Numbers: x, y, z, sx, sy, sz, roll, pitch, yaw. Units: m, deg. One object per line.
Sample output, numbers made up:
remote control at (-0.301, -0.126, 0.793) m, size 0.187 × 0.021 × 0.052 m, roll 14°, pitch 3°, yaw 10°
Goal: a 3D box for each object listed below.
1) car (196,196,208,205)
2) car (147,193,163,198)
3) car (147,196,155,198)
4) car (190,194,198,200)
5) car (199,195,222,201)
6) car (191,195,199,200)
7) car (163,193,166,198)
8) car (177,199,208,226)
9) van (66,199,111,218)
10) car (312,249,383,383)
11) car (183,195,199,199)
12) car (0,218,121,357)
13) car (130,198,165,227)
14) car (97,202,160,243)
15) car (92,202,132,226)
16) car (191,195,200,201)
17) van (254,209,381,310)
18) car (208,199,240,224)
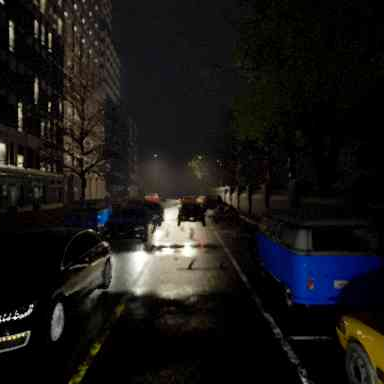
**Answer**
car at (1.664, 1.415, 57.590) m, size 1.752 × 1.417 × 4.829 m, roll 0°, pitch 0°, yaw -2°
car at (-6.193, 1.219, 51.699) m, size 2.192 × 1.841 × 5.009 m, roll 0°, pitch 0°, yaw -2°
car at (-5.919, 1.510, 40.608) m, size 1.802 × 1.307 × 4.206 m, roll 0°, pitch 0°, yaw -1°
car at (0.428, 1.372, 90.689) m, size 1.947 × 1.339 × 4.313 m, roll 0°, pitch 0°, yaw -2°
car at (2.219, 1.253, 35.235) m, size 2.192 × 1.841 × 5.009 m, roll 0°, pitch 0°, yaw -1°
car at (0.649, 1.402, 85.144) m, size 1.802 × 1.307 × 4.206 m, roll 0°, pitch 0°, yaw -2°
car at (-6.936, 1.166, 73.883) m, size 2.192 × 1.841 × 5.009 m, roll 0°, pitch 0°, yaw -2°
car at (-0.063, 1.487, 23.190) m, size 1.812 × 1.442 × 4.674 m, roll 0°, pitch 0°, yaw -1°
van at (-5.562, 1.311, 18.419) m, size 1.690 × 1.788 × 3.998 m, roll 0°, pitch 0°, yaw -1°
car at (2.562, 1.522, 2.133) m, size 1.752 × 1.417 × 4.829 m, roll 0°, pitch 0°, yaw 0°
car at (-0.454, 1.397, 44.496) m, size 1.882 × 1.535 × 5.008 m, roll 0°, pitch 0°, yaw -2°
car at (-2.869, 1.496, 6.361) m, size 1.837 × 1.490 × 4.892 m, roll 0°, pitch 0°, yaw 0°
car at (-2.901, 1.440, 22.893) m, size 1.882 × 1.535 × 5.008 m, roll 0°, pitch 0°, yaw -1°
car at (-2.907, 1.451, 16.268) m, size 1.882 × 1.535 × 5.008 m, roll 0°, pitch 0°, yaw 0°
car at (-5.627, 1.505, 23.965) m, size 1.887 × 1.381 × 4.507 m, roll 0°, pitch 0°, yaw -1°
car at (0.870, 1.386, 79.598) m, size 2.008 × 1.369 × 4.403 m, roll 0°, pitch 0°, yaw -2°
van at (2.544, 1.329, 7.507) m, size 1.690 × 1.788 × 3.998 m, roll 0°, pitch 0°, yaw 0°
car at (2.395, 1.484, 24.310) m, size 1.752 × 1.417 × 4.829 m, roll 0°, pitch 0°, yaw -1°
